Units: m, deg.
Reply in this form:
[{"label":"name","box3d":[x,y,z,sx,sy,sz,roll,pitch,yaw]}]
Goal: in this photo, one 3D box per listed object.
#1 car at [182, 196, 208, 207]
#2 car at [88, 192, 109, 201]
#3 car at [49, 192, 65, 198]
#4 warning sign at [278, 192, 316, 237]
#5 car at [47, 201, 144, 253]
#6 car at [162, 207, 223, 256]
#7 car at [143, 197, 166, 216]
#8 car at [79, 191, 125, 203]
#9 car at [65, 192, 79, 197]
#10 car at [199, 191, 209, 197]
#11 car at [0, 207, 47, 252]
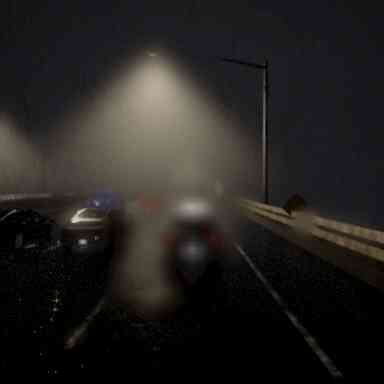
[{"label":"car","box3d":[0.182,1.284,27.269,1.895,1.301,4.718,0,1,1]},{"label":"car","box3d":[-16.664,0.836,59.688,2.128,1.511,4.902,0,1,2]},{"label":"car","box3d":[-23.683,0.857,59.099,1.837,1.490,4.892,0,1,2]},{"label":"warning sign","box3d":[4.555,0.942,14.511,1.300,1.860,1.060,-1,0,0]},{"label":"car","box3d":[-3.439,1.337,12.996,2.128,1.511,4.902,0,1,1]},{"label":"car","box3d":[0.050,1.453,12.363,1.895,1.301,4.718,0,1,1]},{"label":"car","box3d":[-3.287,1.195,28.586,1.812,1.442,4.674,0,1,1]},{"label":"car","box3d":[-6.830,0.913,26.847,2.150,2.045,5.566,0,1,1]},{"label":"car","box3d":[-20.192,0.857,58.974,1.837,1.490,4.892,0,1,2]},{"label":"car","box3d":[2.617,0.542,74.005,2.097,1.767,4.553,0,1,2]},{"label":"car","box3d":[-6.939,1.351,13.021,1.837,1.490,4.892,0,1,1]}]
